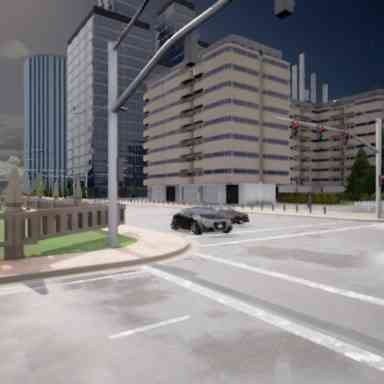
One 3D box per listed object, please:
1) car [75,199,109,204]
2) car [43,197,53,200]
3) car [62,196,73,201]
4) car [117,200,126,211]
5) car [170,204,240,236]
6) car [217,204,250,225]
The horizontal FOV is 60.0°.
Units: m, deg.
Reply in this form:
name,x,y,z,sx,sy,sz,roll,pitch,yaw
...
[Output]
name,x,y,z,sx,sy,sz,roll,pitch,yaw
car,-9.823,1.476,33.461,2.128,1.511,4.902,0,0,-35
car,-21.893,1.514,50.571,1.812,1.442,4.674,0,0,-35
car,-19.172,1.421,52.788,2.128,1.511,4.902,0,0,-35
car,-9.307,1.506,38.793,1.812,1.442,4.674,0,0,-36
car,0.435,1.549,18.503,1.994,1.385,4.181,0,0,-30
car,1.619,1.528,23.424,2.033,1.411,5.357,0,0,-36
